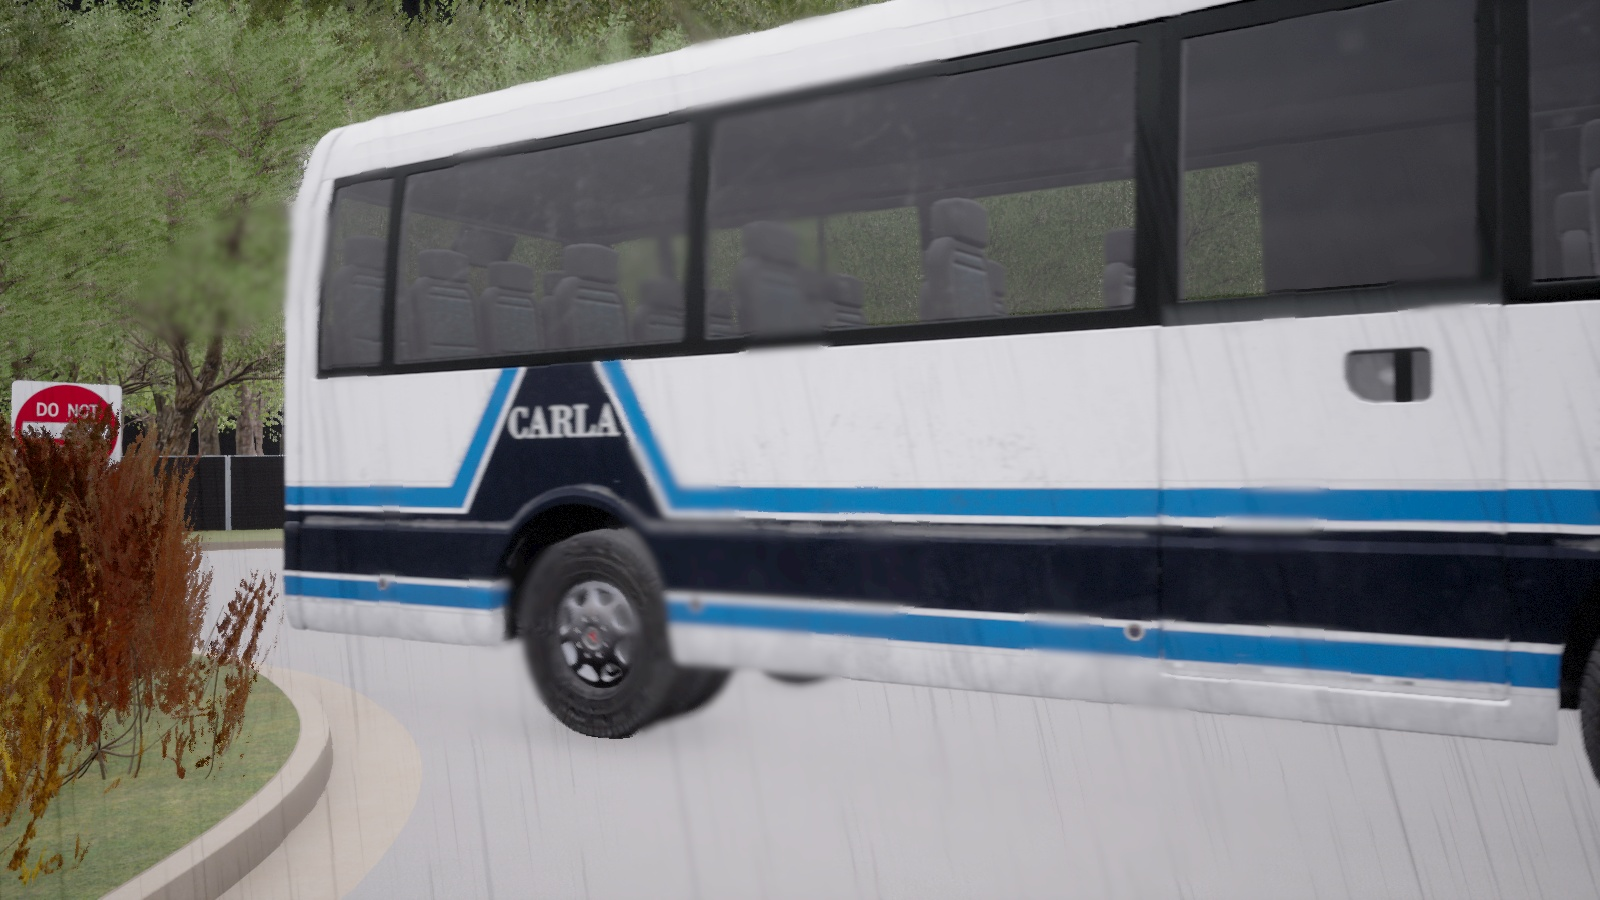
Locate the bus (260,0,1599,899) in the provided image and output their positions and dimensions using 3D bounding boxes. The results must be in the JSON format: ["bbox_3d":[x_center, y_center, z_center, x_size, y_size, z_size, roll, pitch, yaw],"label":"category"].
[{"bbox_3d":[1.857,-0.418,7.415,10.273,4.253,3.944,-1,0,31],"label":"bus"}]
